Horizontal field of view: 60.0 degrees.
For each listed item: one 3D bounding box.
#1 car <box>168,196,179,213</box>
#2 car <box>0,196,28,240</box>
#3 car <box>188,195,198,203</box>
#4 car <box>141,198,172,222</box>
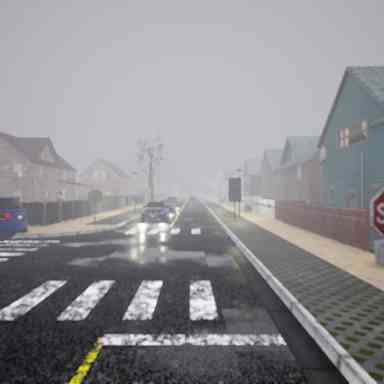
[{"bbox_3d":[-2.775,1.446,36.251,2.033,1.411,5.357,0,0,0],"label":"car"},{"bbox_3d":[-10.198,1.199,14.569,5.566,2.045,2.150,0,-1,1],"label":"car"},{"bbox_3d":[0.133,1.352,66.213,1.812,1.442,4.674,0,0,0],"label":"car"},{"bbox_3d":[-2.796,1.452,25.960,1.812,1.442,4.674,0,0,0],"label":"car"}]
